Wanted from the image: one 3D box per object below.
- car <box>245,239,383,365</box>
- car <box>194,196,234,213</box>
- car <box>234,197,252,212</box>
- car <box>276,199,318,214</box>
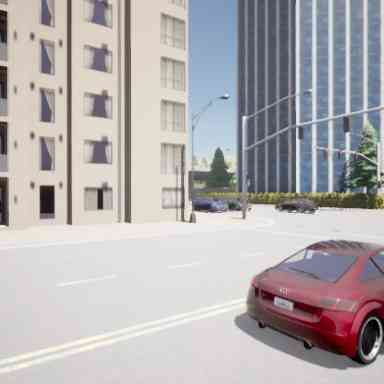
[{"bbox_3d":[2.947,1.559,5.881,4.181,1.385,1.994,0,0,-35],"label":"car"},{"bbox_3d":[2.002,1.331,36.639,2.097,1.767,4.553,0,0,-35],"label":"car"},{"bbox_3d":[4.880,1.328,38.631,2.097,1.767,4.553,0,0,-35],"label":"car"},{"bbox_3d":[11.190,1.465,35.798,2.128,1.511,4.902,0,0,-33],"label":"car"}]
